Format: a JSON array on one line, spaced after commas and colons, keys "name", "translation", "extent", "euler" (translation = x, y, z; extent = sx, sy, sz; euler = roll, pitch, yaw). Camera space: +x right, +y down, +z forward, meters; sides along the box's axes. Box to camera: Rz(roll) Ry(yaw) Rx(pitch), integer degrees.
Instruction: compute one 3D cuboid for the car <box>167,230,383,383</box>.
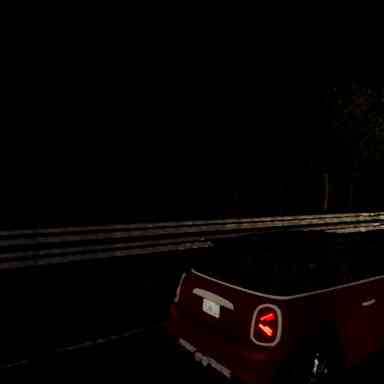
[{"name": "car", "translation": [1.962, 1.374, 5.057], "extent": [4.553, 1.767, 2.097], "euler": [0, 0, -35]}]
